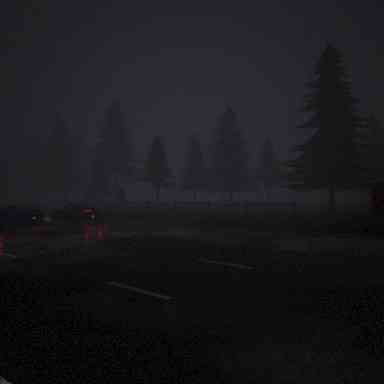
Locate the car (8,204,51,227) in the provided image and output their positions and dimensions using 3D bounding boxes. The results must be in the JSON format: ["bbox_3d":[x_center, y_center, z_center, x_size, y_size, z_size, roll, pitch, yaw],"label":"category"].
[{"bbox_3d":[-12.486,1.604,23.858,5.008,1.535,1.882,-1,0,40],"label":"car"}]

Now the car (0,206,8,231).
[{"bbox_3d":[-13.286,1.488,19.976,4.553,1.767,2.097,-1,0,40],"label":"car"}]

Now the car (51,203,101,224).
[{"bbox_3d":[-9.023,1.580,25.536,4.902,1.511,2.128,-1,0,40],"label":"car"}]
